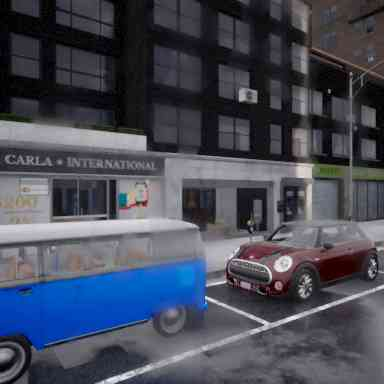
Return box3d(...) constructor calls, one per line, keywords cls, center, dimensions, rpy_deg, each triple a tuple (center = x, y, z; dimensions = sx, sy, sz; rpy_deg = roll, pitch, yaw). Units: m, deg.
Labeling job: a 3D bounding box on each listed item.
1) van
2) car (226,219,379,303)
box3d(cls="van", center=(-1.651, 1.341, 5.011), dimensions=(3.998, 1.788, 1.690), rpy_deg=(0, 0, -36))
box3d(cls="car", center=(2.751, 1.440, 8.160), dimensions=(4.097, 1.590, 1.967), rpy_deg=(0, 0, -36))
